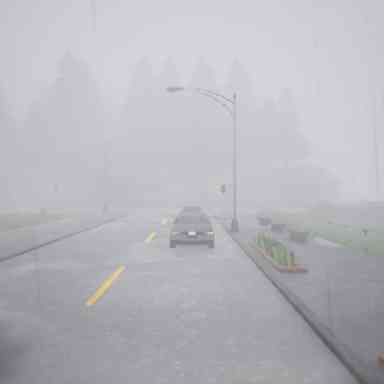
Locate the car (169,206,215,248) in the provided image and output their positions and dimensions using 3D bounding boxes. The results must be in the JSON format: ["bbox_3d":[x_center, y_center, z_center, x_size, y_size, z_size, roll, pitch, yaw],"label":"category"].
[{"bbox_3d":[0.000,1.562,14.650,2.033,1.411,5.357,0,0,0],"label":"car"}]

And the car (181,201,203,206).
[{"bbox_3d":[0.000,1.532,29.650,1.812,1.442,4.674,0,0,0],"label":"car"}]

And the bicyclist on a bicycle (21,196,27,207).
[{"bbox_3d":[-23.939,1.347,47.352,0.582,1.620,1.656,0,0,0],"label":"bicyclist on a bicycle"}]
